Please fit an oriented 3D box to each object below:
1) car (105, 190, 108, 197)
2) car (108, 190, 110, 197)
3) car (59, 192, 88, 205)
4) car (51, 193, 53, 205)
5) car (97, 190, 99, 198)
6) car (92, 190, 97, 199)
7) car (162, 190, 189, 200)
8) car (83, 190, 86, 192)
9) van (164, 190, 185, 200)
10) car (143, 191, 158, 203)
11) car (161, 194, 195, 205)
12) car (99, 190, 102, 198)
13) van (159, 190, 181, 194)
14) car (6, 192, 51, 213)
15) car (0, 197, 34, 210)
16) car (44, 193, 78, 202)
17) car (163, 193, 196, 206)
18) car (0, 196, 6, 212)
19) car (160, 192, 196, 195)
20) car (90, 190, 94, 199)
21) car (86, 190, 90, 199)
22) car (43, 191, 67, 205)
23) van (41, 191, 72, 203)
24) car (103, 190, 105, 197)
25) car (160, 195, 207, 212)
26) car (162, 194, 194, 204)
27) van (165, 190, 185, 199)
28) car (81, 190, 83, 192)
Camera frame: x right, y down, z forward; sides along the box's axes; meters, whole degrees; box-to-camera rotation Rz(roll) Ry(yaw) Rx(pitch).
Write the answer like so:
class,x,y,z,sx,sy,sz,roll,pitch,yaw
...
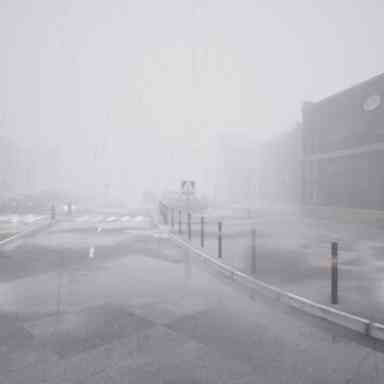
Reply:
class,x,y,z,sx,sy,sz,roll,pitch,yaw
car,-25.235,0.729,85.920,5.366,1.575,1.946,0,0,-4
car,-25.253,0.710,88.682,4.892,1.521,2.231,0,1,-4
car,-17.642,1.183,49.819,2.128,1.511,4.902,0,1,-4
car,-21.911,1.196,44.698,4.892,1.521,2.231,0,1,-4
car,-24.205,0.836,74.938,4.892,1.521,2.231,0,1,-4
car,-23.995,0.863,72.190,4.892,1.521,2.231,0,1,-4
car,-3.514,0.654,69.297,5.566,2.045,2.435,0,1,-4
car,-23.404,0.829,63.938,4.553,1.767,2.185,0,1,-4
van,-3.868,0.647,72.059,4.442,1.987,1.878,0,1,-4
car,-7.295,0.788,57.758,2.150,2.045,5.566,0,1,-4
car,-2.093,1.153,50.025,5.008,1.535,2.097,0,1,-4
car,-24.415,0.808,77.686,4.892,1.521,2.231,0,1,-4
van,-1.576,1.034,41.698,4.442,1.987,1.878,0,1,-4
car,-16.551,1.181,33.928,2.097,1.767,4.553,0,0,-5
car,-21.483,1.295,39.196,4.674,1.452,2.002,0,1,-4
car,-22.959,1.020,58.444,5.008,1.535,2.097,0,1,-4
car,-1.838,1.066,47.131,4.553,1.767,2.185,0,1,-4
car,-21.281,1.283,36.447,5.008,1.535,2.097,0,0,-4
car,-1.210,1.161,38.811,4.553,1.767,2.185,0,0,-4
car,-23.786,0.893,69.440,4.892,1.521,2.231,0,1,-4
car,-23.551,0.797,66.692,4.553,1.767,2.185,0,1,-4
car,-22.349,1.087,52.960,5.366,1.575,1.946,0,1,-4
van,-22.627,0.829,55.701,4.442,1.987,1.878,0,1,-4
car,-24.838,0.796,83.184,4.674,1.452,2.002,0,1,-4
car,-0.861,1.358,33.388,4.792,1.488,2.163,0,0,-4
car,-2.281,1.119,52.673,4.892,1.521,2.231,0,1,-4
van,-3.844,0.617,74.846,4.442,1.987,1.878,0,1,-4
car,-23.194,0.861,61.189,4.553,1.767,2.185,0,1,-4
